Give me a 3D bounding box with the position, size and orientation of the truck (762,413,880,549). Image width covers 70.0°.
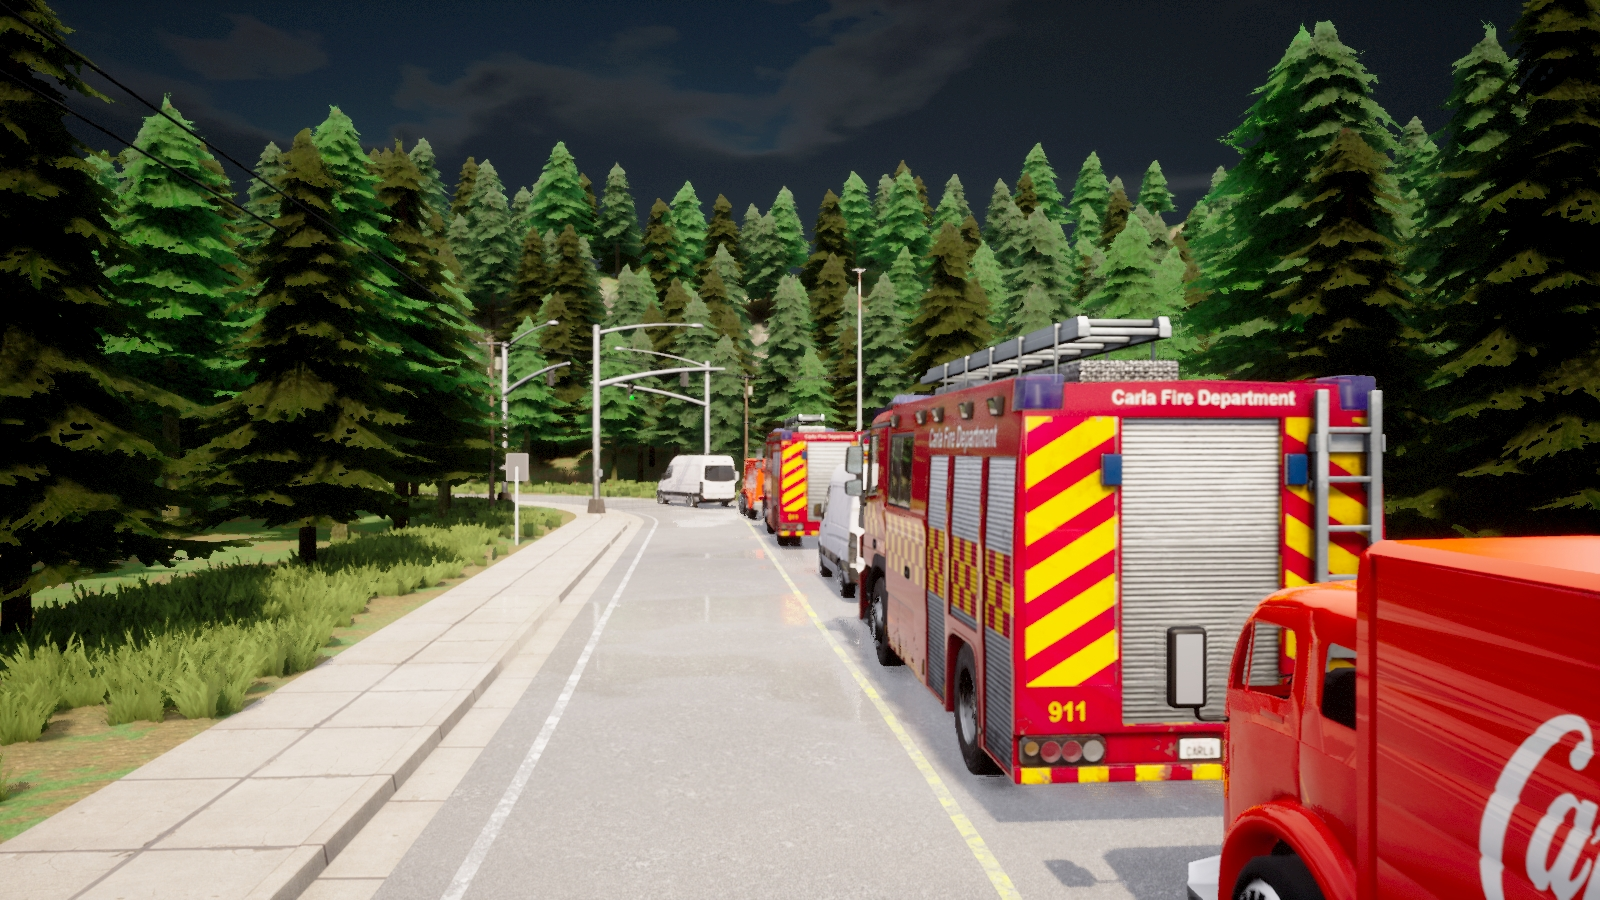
[{"bbox_3d":[0.456,0.866,36.462,2.891,3.827,8.468,0,0,-5],"label":"truck"}]

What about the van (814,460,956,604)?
[{"bbox_3d":[1.593,1.509,23.737,1.988,2.561,5.915,0,0,-5],"label":"van"}]

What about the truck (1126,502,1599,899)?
[{"bbox_3d":[3.302,1.535,3.845,2.627,2.467,5.204,0,0,-4],"label":"truck"}]

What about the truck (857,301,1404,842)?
[{"bbox_3d":[2.613,0.860,12.431,2.891,3.827,8.468,0,0,-5],"label":"truck"}]

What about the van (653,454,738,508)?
[{"bbox_3d":[-5.360,1.525,57.757,1.988,2.561,5.915,1,0,-30],"label":"van"}]

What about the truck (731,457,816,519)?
[{"bbox_3d":[-1.196,1.540,48.115,2.627,2.467,5.204,1,0,-12],"label":"truck"}]
